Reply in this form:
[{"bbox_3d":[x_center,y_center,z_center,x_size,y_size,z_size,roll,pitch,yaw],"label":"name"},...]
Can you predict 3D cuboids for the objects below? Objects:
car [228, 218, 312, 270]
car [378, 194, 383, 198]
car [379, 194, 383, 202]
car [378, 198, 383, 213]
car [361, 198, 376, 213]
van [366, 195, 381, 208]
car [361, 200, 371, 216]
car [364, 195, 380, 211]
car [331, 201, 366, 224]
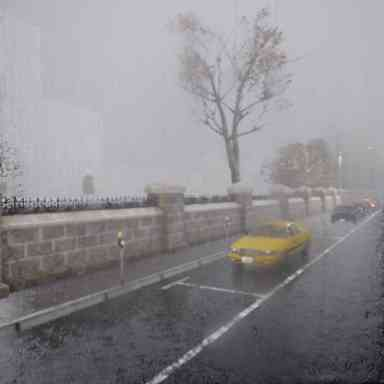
[{"bbox_3d":[2.857,1.607,11.485,1.752,1.417,4.829,-1,-1,32],"label":"car"},{"bbox_3d":[24.107,1.410,44.877,2.192,1.841,5.009,-2,-1,32],"label":"car"},{"bbox_3d":[45.273,1.470,78.124,2.192,1.841,5.009,-2,-1,32],"label":"car"},{"bbox_3d":[22.345,1.629,37.174,1.895,1.301,4.718,-1,-1,33],"label":"car"},{"bbox_3d":[18.066,1.626,35.376,1.887,1.381,4.507,-1,-1,32],"label":"car"},{"bbox_3d":[27.132,1.444,49.627,1.690,1.788,3.998,-2,-1,32],"label":"van"},{"bbox_3d":[15.044,1.662,30.628,1.802,1.307,4.206,-1,-1,32],"label":"car"},{"bbox_3d":[21.086,1.528,40.125,1.967,1.590,4.097,-1,-1,32],"label":"car"},{"bbox_3d":[12.020,1.646,25.878,1.947,1.339,4.313,-1,-1,32],"label":"car"}]
